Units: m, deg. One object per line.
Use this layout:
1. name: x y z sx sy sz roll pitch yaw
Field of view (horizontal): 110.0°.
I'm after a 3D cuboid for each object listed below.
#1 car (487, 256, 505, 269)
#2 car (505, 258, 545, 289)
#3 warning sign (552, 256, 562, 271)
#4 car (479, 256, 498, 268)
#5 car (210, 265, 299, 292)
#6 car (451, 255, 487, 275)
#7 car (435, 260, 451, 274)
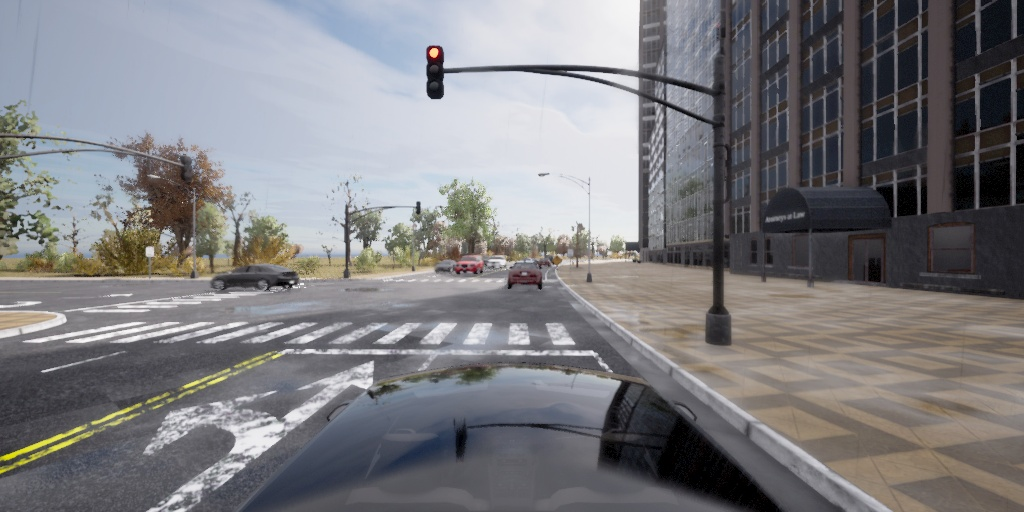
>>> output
1. car: -2.340 0.963 55.640 2.150 2.045 5.566 0 0 9
2. car: 0.899 1.097 23.494 2.097 1.767 4.553 0 0 4
3. warning sign: 5.544 0.861 43.990 1.300 1.860 1.060 0 0 7
4. car: -4.171 0.965 64.326 2.150 2.045 5.566 0 0 10
5. car: -15.076 1.266 21.050 4.892 1.490 1.837 0 -1 9
6. car: -4.513 0.963 38.846 2.150 2.045 5.566 0 0 6
7. car: -7.471 1.244 41.571 1.837 1.490 4.892 0 0 7
